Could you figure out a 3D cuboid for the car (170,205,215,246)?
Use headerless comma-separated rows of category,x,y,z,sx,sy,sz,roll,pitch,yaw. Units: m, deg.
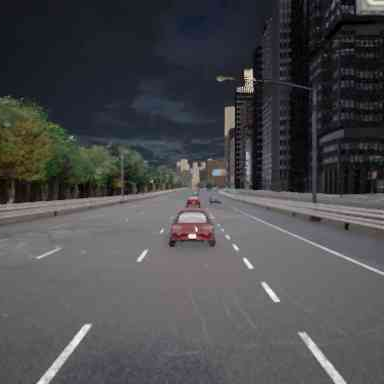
car,0.023,1.516,15.016,1.812,1.442,4.674,0,0,0

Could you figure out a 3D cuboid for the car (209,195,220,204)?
car,3.956,1.314,58.538,2.033,1.411,5.357,0,0,1

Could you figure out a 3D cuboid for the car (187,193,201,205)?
car,0.239,1.321,47.711,1.882,1.535,5.008,0,0,1

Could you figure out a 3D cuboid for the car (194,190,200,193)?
car,0.760,1.042,85.024,1.837,1.490,4.892,0,1,1
